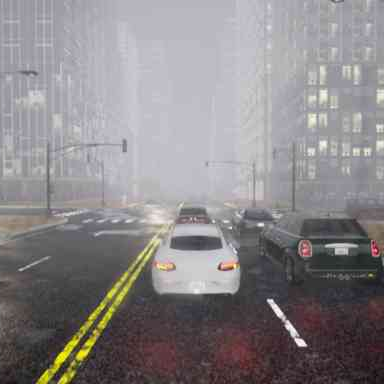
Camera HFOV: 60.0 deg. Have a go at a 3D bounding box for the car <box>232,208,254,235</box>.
[{"bbox_3d":[3.304,1.534,17.921,1.994,1.385,4.181,0,0,0],"label":"car"}]

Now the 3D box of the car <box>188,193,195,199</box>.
[{"bbox_3d":[-0.229,1.115,90.840,1.882,1.535,5.008,0,0,0],"label":"car"}]

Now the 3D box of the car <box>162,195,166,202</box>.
[{"bbox_3d":[-6.679,1.335,71.231,1.882,1.535,5.008,0,0,0],"label":"car"}]

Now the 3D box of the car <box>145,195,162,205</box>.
[{"bbox_3d":[-6.715,1.457,56.374,1.994,1.385,4.181,0,0,0],"label":"car"}]

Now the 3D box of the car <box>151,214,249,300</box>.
[{"bbox_3d":[0.081,1.512,8.258,1.812,1.442,4.674,0,0,0],"label":"car"}]

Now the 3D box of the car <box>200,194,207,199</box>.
[{"bbox_3d":[3.021,1.161,90.847,1.812,1.442,4.674,0,0,0],"label":"car"}]

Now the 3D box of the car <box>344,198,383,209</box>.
[{"bbox_3d":[16.127,1.485,29.674,5.009,1.841,2.192,1,0,1],"label":"car"}]

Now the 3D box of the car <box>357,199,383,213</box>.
[{"bbox_3d":[21.715,1.599,37.975,4.829,1.417,1.752,1,1,1],"label":"car"}]

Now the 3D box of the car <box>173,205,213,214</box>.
[{"bbox_3d":[0.057,1.475,17.507,1.837,1.490,4.892,0,0,0],"label":"car"}]

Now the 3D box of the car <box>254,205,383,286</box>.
[{"bbox_3d":[3.327,1.337,9.534,2.097,1.767,4.553,0,0,0],"label":"car"}]

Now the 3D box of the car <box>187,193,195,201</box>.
[{"bbox_3d":[-0.202,1.325,80.423,1.837,1.490,4.892,0,0,0],"label":"car"}]

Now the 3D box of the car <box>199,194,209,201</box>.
[{"bbox_3d":[3.048,1.303,80.430,1.882,1.535,5.008,0,0,0],"label":"car"}]
